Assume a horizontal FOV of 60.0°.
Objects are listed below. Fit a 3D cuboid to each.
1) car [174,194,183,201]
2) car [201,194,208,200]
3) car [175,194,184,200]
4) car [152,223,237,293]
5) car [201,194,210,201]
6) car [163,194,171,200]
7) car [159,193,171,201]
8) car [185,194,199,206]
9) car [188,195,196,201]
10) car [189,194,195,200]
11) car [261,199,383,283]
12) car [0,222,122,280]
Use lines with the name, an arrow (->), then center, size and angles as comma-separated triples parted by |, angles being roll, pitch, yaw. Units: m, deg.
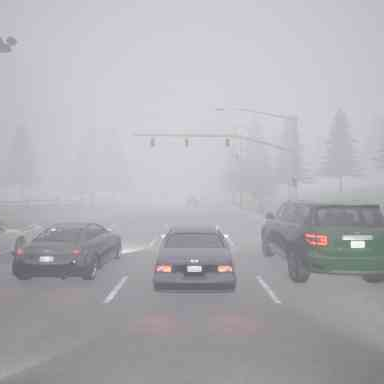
car -> -3.492, 1.517, 84.095 | 1.812, 1.442, 4.674 | 0, 0, 0
car -> 3.509, 1.310, 94.097 | 1.882, 1.535, 5.008 | 0, 0, 0
car -> -3.491, 1.358, 94.098 | 2.128, 1.511, 4.902 | 0, 0, 0
car -> 0.067, 1.547, 8.996 | 2.033, 1.411, 5.357 | 0, 0, 0
car -> 3.508, 1.492, 83.677 | 1.837, 1.490, 4.892 | 0, 0, 0
car -> -6.991, 1.385, 94.098 | 1.994, 1.385, 4.181 | 0, 0, 0
car -> -6.992, 1.217, 83.708 | 2.150, 2.045, 5.566 | 0, 0, 0
car -> 0.003, 1.352, 53.035 | 2.097, 1.767, 4.553 | 0, 0, 0
car -> 0.008, 1.531, 83.678 | 2.033, 1.411, 5.357 | 0, 0, 0
car -> 0.009, 1.310, 94.098 | 1.882, 1.535, 5.008 | 0, 0, 0
car -> 3.572, 1.221, 9.816 | 2.150, 2.045, 5.566 | 0, 0, 0
car -> -3.433, 1.564, 9.921 | 1.994, 1.385, 4.181 | 0, 0, 1
